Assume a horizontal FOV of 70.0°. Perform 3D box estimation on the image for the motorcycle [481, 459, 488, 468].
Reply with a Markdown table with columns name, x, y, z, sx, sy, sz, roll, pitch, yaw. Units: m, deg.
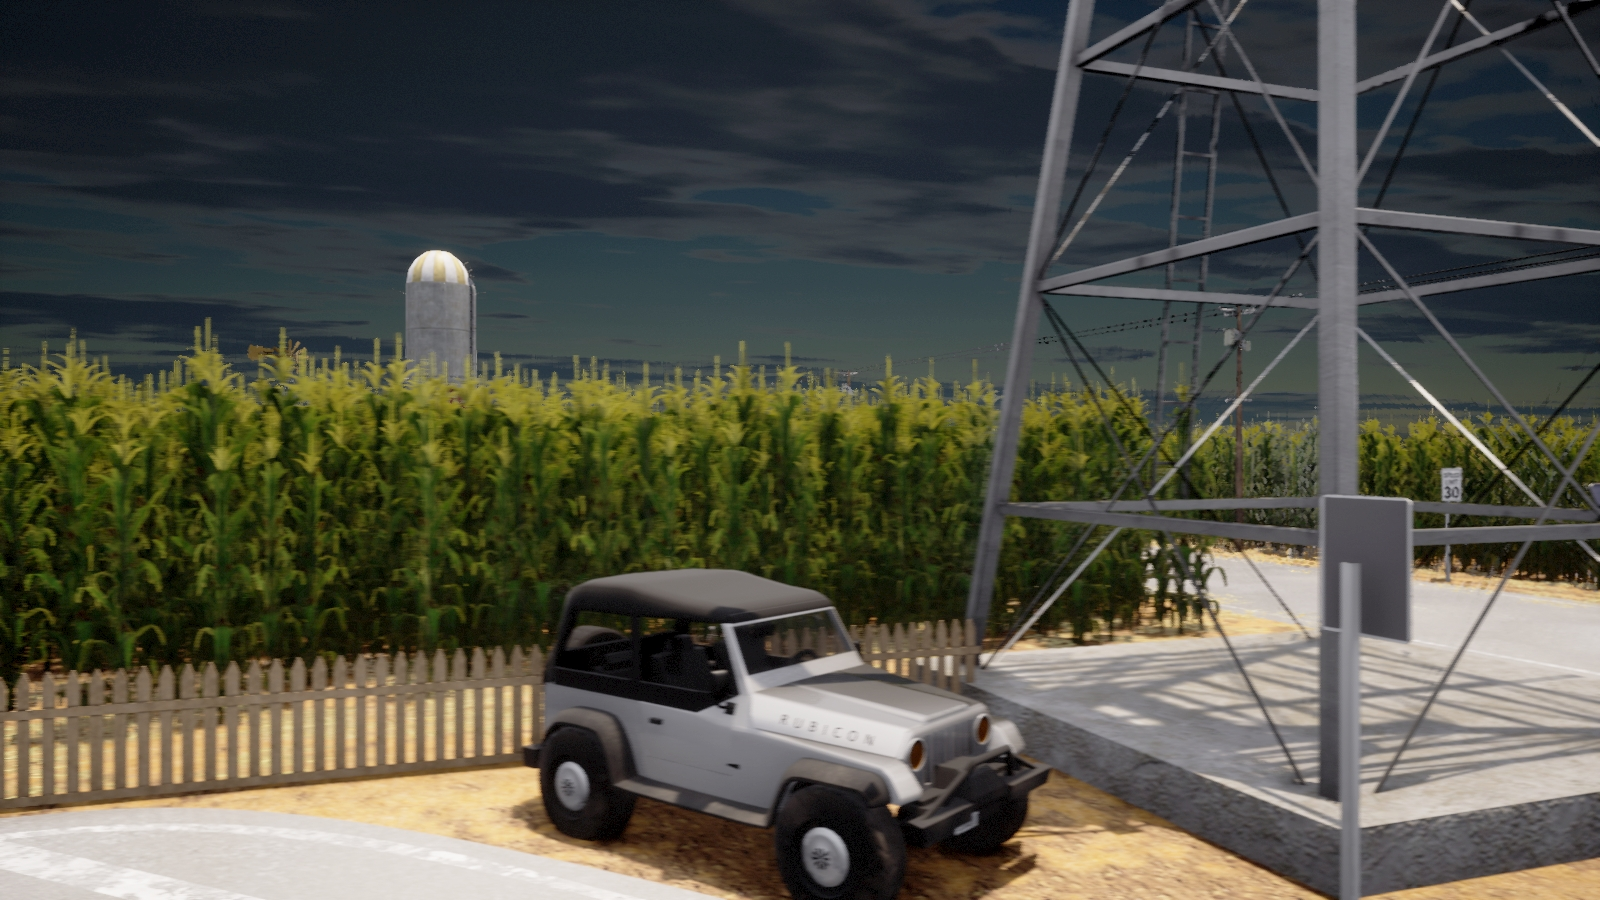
| name | x | y | z | sx | sy | sz | roll | pitch | yaw |
| --- | --- | --- | --- | --- | --- | --- | --- | --- | --- |
| motorcycle | -49.678 | 2.155 | 179.777 | 0.764 | 1.307 | 2.356 | 0 | 0 | -21 |
